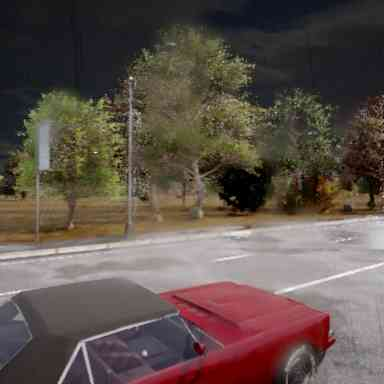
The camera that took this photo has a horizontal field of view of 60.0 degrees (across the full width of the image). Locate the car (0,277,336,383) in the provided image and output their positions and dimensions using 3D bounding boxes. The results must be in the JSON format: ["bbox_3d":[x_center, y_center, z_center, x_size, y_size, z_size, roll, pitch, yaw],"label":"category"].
[{"bbox_3d":[-0.623,1.604,3.338,4.718,1.301,1.895,0,0,-36],"label":"car"}]
